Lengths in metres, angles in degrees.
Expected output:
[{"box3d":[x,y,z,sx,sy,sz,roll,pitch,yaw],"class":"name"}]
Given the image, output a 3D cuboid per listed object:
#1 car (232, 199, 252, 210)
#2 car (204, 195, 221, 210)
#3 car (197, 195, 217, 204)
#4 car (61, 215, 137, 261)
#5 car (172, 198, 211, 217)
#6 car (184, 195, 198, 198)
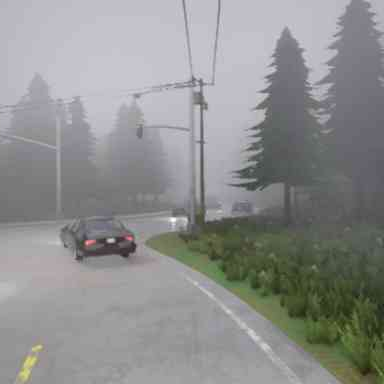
[{"box3d":[5.293,1.418,35.024,1.812,1.442,4.674,0,0,15],"class":"car"},{"box3d":[2.430,1.265,40.514,2.097,1.767,4.553,0,0,2],"class":"car"},{"box3d":[2.670,1.391,61.271,1.837,1.490,4.892,0,0,-20],"class":"car"},{"box3d":[-3.687,1.562,12.509,2.033,1.411,5.357,0,0,-28],"class":"car"},{"box3d":[-0.197,1.505,30.537,1.994,1.385,4.181,0,0,24],"class":"car"},{"box3d":[-0.040,1.267,58.857,2.097,1.767,4.553,0,0,-19],"class":"car"}]
